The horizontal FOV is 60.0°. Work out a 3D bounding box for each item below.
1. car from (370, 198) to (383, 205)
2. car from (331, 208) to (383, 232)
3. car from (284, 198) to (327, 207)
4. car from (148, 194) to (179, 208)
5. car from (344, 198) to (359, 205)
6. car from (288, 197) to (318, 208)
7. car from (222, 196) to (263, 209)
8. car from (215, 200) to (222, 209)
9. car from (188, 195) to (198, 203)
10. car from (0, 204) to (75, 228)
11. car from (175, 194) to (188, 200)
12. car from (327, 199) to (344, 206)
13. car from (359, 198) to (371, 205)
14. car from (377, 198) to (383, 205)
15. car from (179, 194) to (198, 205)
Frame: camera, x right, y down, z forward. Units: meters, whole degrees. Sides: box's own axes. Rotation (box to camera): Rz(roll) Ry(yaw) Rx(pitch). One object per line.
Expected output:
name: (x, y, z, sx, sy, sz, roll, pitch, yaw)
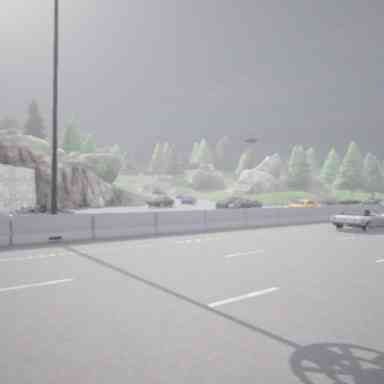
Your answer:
car: (27.906, 1.793, 47.635, 4.674, 1.442, 1.812, 1, 0, -37)
car: (10.904, 1.700, 21.150, 4.718, 1.301, 1.895, 1, 0, -38)
car: (11.802, 1.570, 35.325, 5.008, 1.535, 1.882, 1, 0, -37)
car: (-4.112, 1.369, 45.469, 1.882, 1.535, 5.008, 1, 0, 24)
car: (29.681, 1.865, 62.196, 4.718, 1.301, 1.895, 1, 0, -38)
car: (17.707, 1.631, 53.067, 4.902, 1.511, 2.128, 1, 0, -37)
car: (6.447, 1.516, 40.037, 4.902, 1.511, 2.128, 1, 0, -37)
car: (5.234, 1.356, 43.512, 4.553, 1.767, 2.097, 1, 0, -37)
car: (0.178, 1.455, 68.294, 2.033, 1.411, 5.357, 1, 0, -2)
car: (-8.974, 1.431, 19.364, 4.181, 1.385, 1.994, 1, 0, -38)
car: (-2.617, 1.219, 83.172, 2.033, 1.411, 5.357, 1, 1, -16)
car: (20.422, 1.722, 50.727, 5.357, 1.411, 2.033, 1, 0, -37)
car: (32.895, 1.811, 60.251, 4.892, 1.490, 1.837, 1, 0, -38)
car: (41.946, 1.998, 71.624, 4.718, 1.301, 1.895, 1, 0, -38)
car: (-0.564, 1.397, 57.451, 1.882, 1.535, 5.008, 1, 0, 11)
